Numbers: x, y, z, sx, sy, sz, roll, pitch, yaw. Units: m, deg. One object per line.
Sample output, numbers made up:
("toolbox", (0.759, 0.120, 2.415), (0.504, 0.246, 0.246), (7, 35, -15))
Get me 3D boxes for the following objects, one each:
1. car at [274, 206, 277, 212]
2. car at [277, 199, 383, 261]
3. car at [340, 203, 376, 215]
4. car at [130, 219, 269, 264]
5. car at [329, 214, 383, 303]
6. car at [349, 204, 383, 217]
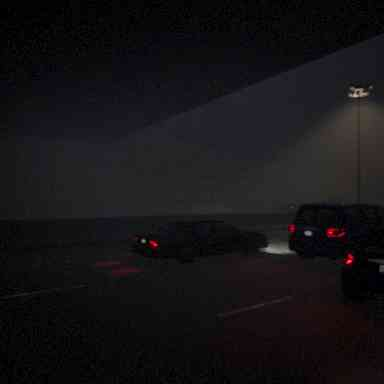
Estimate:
("car", (13.809, 2.191, 47.356), (4.902, 1.511, 2.128), (1, -1, -34))
("car", (5.851, 1.414, 11.947), (5.566, 2.045, 2.150), (1, -1, -34))
("car", (22.327, 2.266, 44.685), (5.357, 1.411, 2.033), (1, -1, -34))
("car", (0.447, 1.713, 12.477), (5.357, 1.411, 2.033), (1, -1, -34))
("car", (5.379, 1.482, 7.373), (4.553, 1.767, 2.097), (1, -1, -34))
("car", (20.861, 2.147, 39.458), (4.892, 1.490, 1.837), (1, -1, -34))
